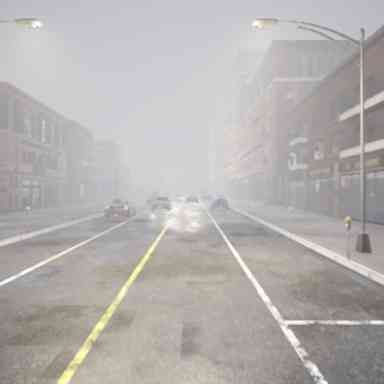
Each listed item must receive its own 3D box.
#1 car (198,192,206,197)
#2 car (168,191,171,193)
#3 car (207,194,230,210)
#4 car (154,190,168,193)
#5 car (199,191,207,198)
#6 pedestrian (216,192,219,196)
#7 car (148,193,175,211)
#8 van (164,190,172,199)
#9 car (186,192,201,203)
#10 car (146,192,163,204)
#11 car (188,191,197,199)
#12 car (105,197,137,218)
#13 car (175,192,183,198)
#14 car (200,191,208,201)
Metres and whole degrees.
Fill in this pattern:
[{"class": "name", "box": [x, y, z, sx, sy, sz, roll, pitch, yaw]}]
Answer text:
[{"class": "car", "box": [2.730, 0.673, 89.339, 1.947, 1.339, 4.313, 1, 1, 0]}, {"class": "car", "box": [-5.665, 0.912, 66.535, 1.802, 1.307, 4.206, 1, 1, 0]}, {"class": "car", "box": [3.011, 1.152, 36.791, 1.812, 1.442, 4.674, 0, 1, 0]}, {"class": "car", "box": [-5.655, 0.758, 55.159, 2.192, 1.841, 5.009, 1, 1, 0]}, {"class": "car", "box": [2.730, 0.603, 83.650, 1.967, 1.590, 4.097, 1, 1, 0]}, {"class": "pedestrian", "box": [3.012, 0.891, 39.642, 0.375, 1.860, 0.375, 1, 0, 0]}, {"class": "car", "box": [-3.081, 1.177, 34.236, 1.812, 1.442, 4.674, 0, 1, 0]}, {"class": "van", "box": [-5.620, 0.560, 77.905, 1.690, 1.788, 3.998, 1, 1, 0]}, {"class": "car", "box": [0.021, 1.039, 51.925, 1.994, 1.385, 4.181, 0, 1, 0]}, {"class": "car", "box": [-5.662, 1.065, 49.475, 1.947, 1.339, 4.313, 1, 1, 0]}, {"class": "car", "box": [0.022, 0.651, 71.288, 1.882, 1.535, 5.008, 0, 1, 0]}, {"class": "car", "box": [-5.666, 1.167, 26.728, 1.967, 1.590, 4.097, 1, 1, 0]}, {"class": "car", "box": [-2.978, 0.705, 74.965, 2.033, 1.411, 5.357, 0, 1, 0]}, {"class": "car", "box": [2.722, 0.931, 60.906, 1.887, 1.381, 4.507, 1, 1, 0]}]
